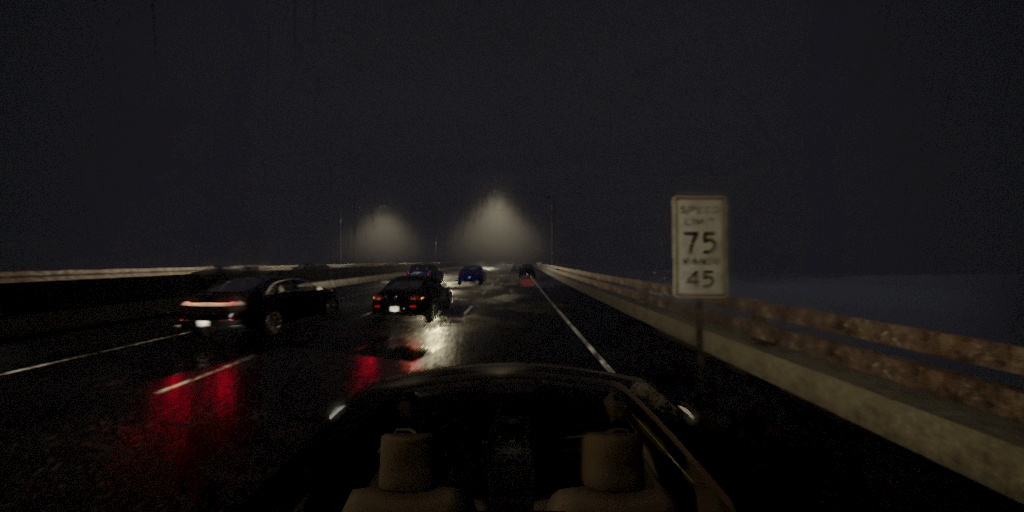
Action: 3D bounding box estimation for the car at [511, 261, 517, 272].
[{"bbox_3d":[0.862,1.854,56.793,1.994,1.385,4.181,0,-1,2],"label":"car"}]

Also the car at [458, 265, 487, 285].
[{"bbox_3d":[-3.177,1.485,29.471,1.882,1.535,5.008,0,-1,1],"label":"car"}]

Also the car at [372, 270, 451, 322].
[{"bbox_3d":[-3.362,1.372,12.599,1.812,1.442,4.674,0,-1,0],"label":"car"}]

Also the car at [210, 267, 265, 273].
[{"bbox_3d":[-20.886,1.549,28.319,1.994,1.385,4.181,0,-1,1],"label":"car"}]

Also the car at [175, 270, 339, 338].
[{"bbox_3d":[-6.874,1.316,10.422,2.128,1.511,4.902,0,0,0],"label":"car"}]

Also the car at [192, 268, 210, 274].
[{"bbox_3d":[-24.360,1.561,29.695,1.994,1.385,4.181,0,-1,1],"label":"car"}]

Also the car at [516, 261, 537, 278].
[{"bbox_3d":[1.611,1.609,38.690,1.837,1.490,4.892,0,-1,1],"label":"car"}]

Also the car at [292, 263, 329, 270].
[{"bbox_3d":[-17.348,1.361,30.636,2.097,1.767,4.553,0,0,1],"label":"car"}]

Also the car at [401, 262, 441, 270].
[{"bbox_3d":[-6.700,1.342,27.930,2.097,1.767,4.553,0,-1,1],"label":"car"}]
